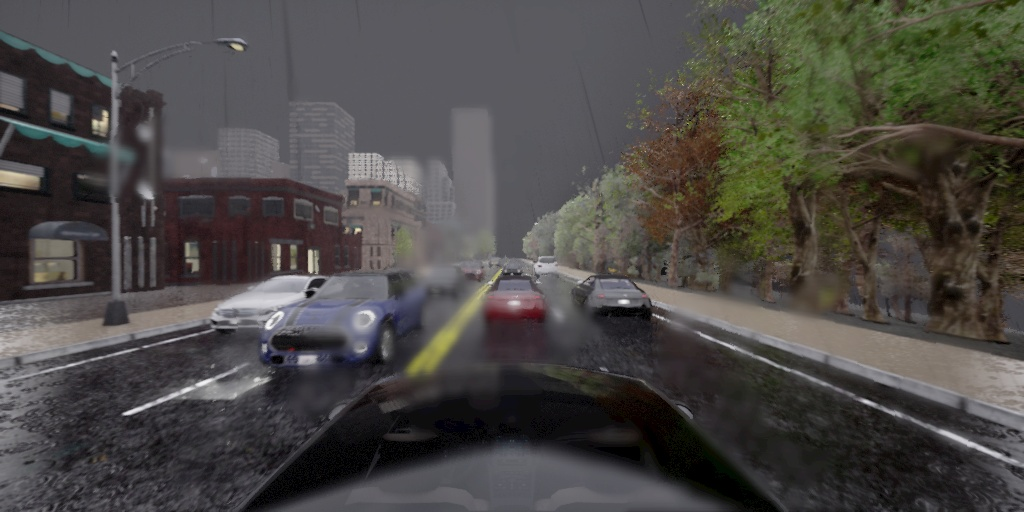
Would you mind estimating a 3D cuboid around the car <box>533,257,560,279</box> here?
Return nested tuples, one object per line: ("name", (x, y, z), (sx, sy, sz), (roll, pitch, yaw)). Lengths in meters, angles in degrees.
("car", (3.286, 1.065, 34.324), (2.150, 2.045, 5.566), (0, 0, 1))

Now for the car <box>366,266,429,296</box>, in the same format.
("car", (-6.561, 1.353, 21.291), (2.033, 1.411, 5.357), (0, 0, 0))

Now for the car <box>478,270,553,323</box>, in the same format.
("car", (0.099, 1.344, 12.242), (1.994, 1.385, 4.181), (0, 0, 0))

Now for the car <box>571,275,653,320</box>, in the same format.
("car", (3.349, 1.346, 12.739), (1.994, 1.385, 4.181), (0, 0, 0))

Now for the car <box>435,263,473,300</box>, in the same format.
("car", (-3.329, 1.301, 18.193), (1.837, 1.490, 4.892), (0, 0, 0))

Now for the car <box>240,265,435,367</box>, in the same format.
("car", (-3.347, 1.120, 8.126), (2.097, 1.767, 4.553), (0, 0, 0))

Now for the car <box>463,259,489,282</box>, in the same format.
("car", (-3.254, 1.177, 28.411), (2.097, 1.767, 4.553), (0, 0, 0))

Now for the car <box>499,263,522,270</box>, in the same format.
("car", (0.040, 1.444, 34.922), (1.895, 1.301, 4.718), (0, 0, 1))

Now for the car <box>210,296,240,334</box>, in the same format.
("car", (-6.595, 1.302, 10.891), (1.812, 1.442, 4.674), (0, 0, 0))
